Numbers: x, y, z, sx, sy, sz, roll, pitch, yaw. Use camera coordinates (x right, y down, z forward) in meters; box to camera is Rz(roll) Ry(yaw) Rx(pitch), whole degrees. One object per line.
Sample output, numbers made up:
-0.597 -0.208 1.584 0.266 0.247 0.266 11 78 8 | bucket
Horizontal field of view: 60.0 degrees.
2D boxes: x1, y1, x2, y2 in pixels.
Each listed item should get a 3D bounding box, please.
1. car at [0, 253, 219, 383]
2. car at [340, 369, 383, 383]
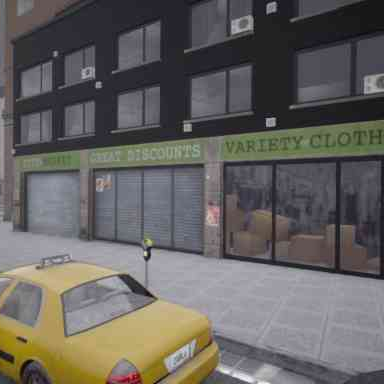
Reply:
-1.990 1.524 4.502 4.829 1.417 1.752 0 1 35 | car
2.701 1.551 1.167 4.403 1.369 2.008 0 1 35 | car
